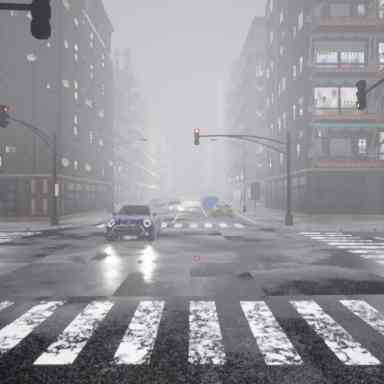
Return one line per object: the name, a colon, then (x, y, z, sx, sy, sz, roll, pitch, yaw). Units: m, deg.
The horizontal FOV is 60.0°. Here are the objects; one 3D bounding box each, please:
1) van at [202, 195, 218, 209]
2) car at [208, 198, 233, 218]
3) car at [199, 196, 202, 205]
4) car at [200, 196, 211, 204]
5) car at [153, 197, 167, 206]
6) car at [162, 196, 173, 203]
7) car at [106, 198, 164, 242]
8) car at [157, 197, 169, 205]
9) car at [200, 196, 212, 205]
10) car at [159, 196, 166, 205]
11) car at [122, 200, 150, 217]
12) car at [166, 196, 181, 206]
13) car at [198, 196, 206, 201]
van: (2.616, 1.366, 44.090, 1.690, 1.788, 3.998, 1, 0, 0)
car: (2.709, 1.537, 30.256, 1.752, 1.417, 4.829, 1, 0, 0)
car: (2.585, 1.347, 49.744, 2.192, 1.841, 5.009, 1, 0, 0)
car: (2.585, 1.604, 66.712, 2.008, 1.369, 4.403, 1, 0, 0)
car: (-5.297, 1.563, 55.174, 1.752, 1.417, 4.829, 1, 0, 0)
car: (-5.295, 1.612, 72.318, 2.008, 1.369, 4.403, 1, 0, 0)
car: (-2.747, 1.355, 16.459, 2.097, 1.767, 4.553, 0, 0, 0)
car: (-5.297, 1.627, 61.002, 1.802, 1.307, 4.206, 1, 0, 0)
car: (2.585, 1.485, 61.056, 1.967, 1.590, 4.097, 1, 0, 0)
car: (-5.298, 1.613, 49.686, 1.802, 1.307, 4.206, 1, 0, 0)
car: (-5.430, 1.565, 32.713, 2.008, 1.369, 4.403, 1, 0, 0)
car: (-2.741, 1.557, 53.683, 1.994, 1.385, 4.181, 0, 0, 0)
car: (2.587, 1.627, 83.680, 1.887, 1.381, 4.507, 1, 0, 0)
